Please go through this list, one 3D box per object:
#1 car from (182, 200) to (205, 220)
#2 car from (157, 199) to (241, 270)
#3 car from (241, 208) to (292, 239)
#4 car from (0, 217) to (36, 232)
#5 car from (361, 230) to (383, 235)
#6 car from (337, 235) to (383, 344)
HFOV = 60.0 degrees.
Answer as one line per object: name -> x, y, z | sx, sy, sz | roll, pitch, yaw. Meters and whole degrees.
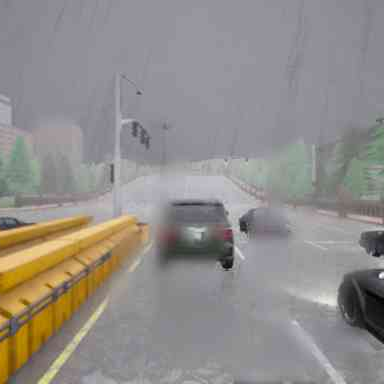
car -> 0.099, 1.523, 29.398 | 1.837, 1.490, 4.892 | 0, 0, 0
car -> 0.100, 1.229, 11.195 | 2.150, 2.045, 5.566 | 0, 0, 0
car -> 3.601, 1.558, 17.193 | 2.033, 1.411, 5.357 | 0, 0, 0
car -> -7.031, 1.555, 11.192 | 2.033, 1.411, 5.357 | 0, 0, 0
car -> 7.103, 1.554, 9.904 | 2.033, 1.411, 5.357 | 0, 0, 0
car -> 3.596, 1.566, 4.332 | 1.994, 1.385, 4.181 | 0, 0, 0
